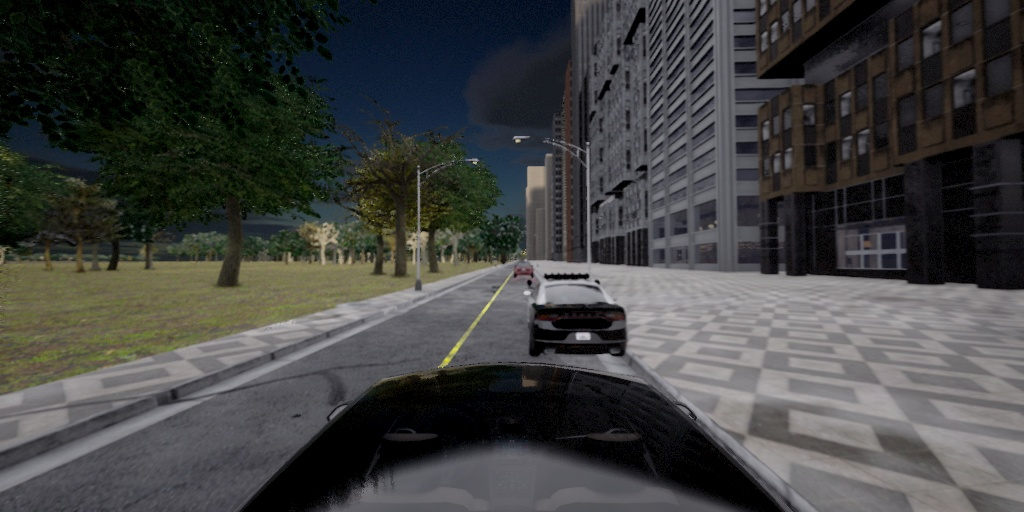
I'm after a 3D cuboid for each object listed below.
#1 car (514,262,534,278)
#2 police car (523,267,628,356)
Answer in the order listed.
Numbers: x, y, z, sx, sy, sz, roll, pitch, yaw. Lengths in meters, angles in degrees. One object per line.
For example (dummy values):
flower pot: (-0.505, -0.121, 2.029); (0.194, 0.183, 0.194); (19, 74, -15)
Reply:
car: (1.273, 1.392, 38.693); (2.097, 1.767, 4.553); (0, 0, 2)
police car: (1.330, 1.233, 8.888); (1.930, 1.638, 5.238); (0, -1, 2)
